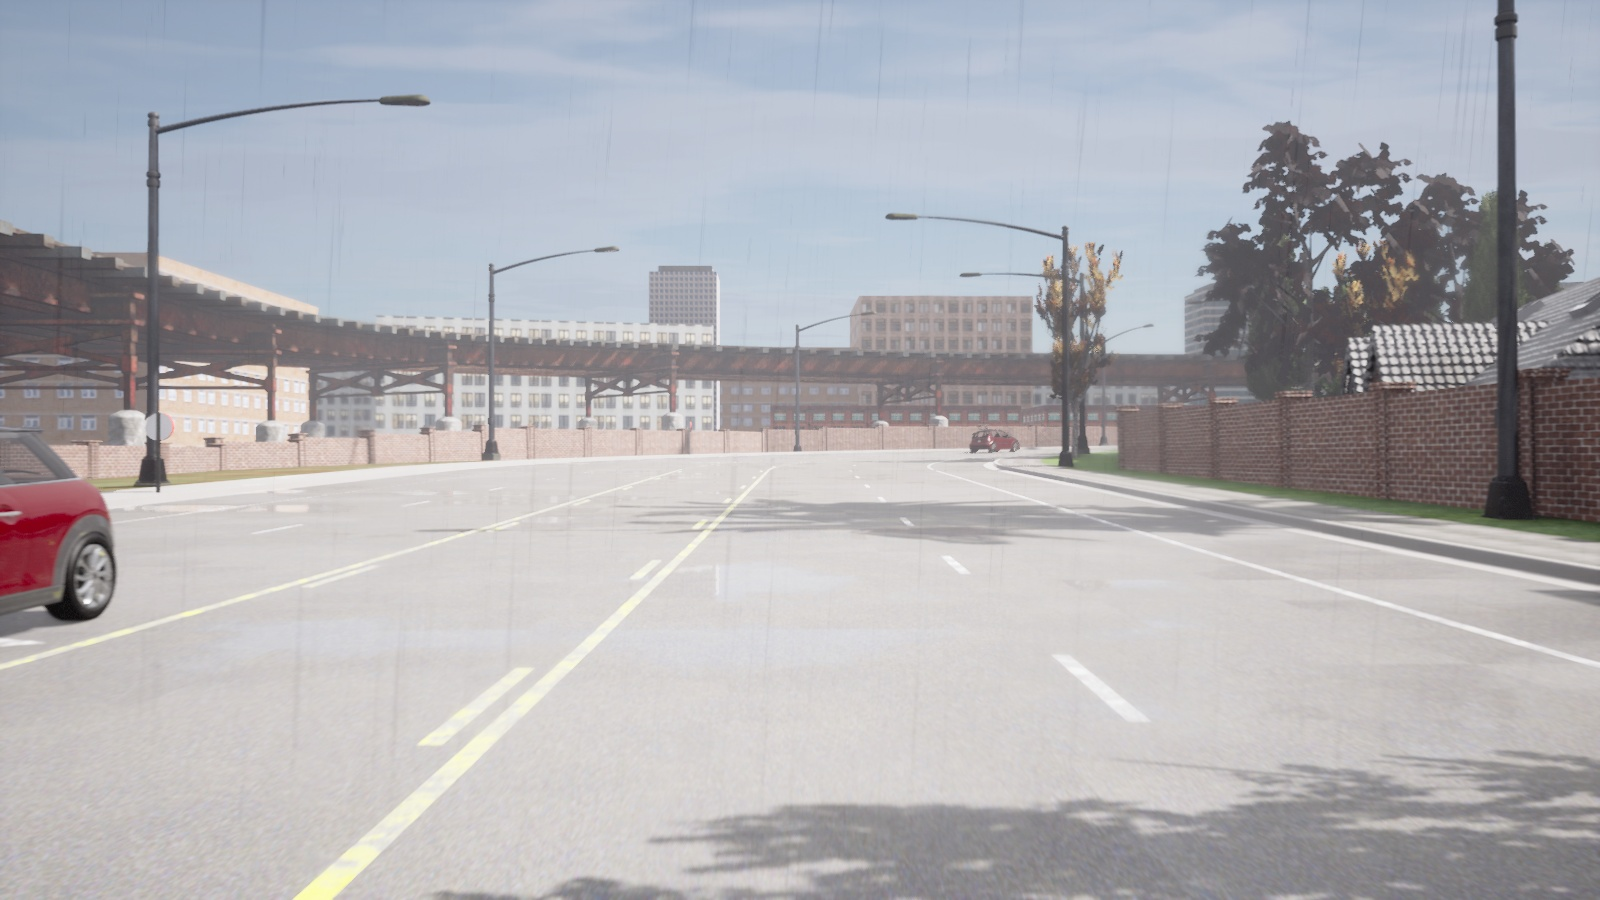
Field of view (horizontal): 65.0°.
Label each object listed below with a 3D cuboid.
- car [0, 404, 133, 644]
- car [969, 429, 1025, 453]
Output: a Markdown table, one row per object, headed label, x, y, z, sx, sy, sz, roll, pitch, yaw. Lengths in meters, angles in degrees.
| label | x | y | z | sx | sy | sz | roll | pitch | yaw |
| --- | --- | --- | --- | --- | --- | --- | --- | --- | --- |
| car | -6.933 | 0.547 | 8.788 | 2.097 | 1.767 | 4.553 | 0 | 0 | 0 |
| car | 13.575 | -0.636 | 86.452 | 1.851 | 1.617 | 3.988 | 0 | 1 | 43 |
